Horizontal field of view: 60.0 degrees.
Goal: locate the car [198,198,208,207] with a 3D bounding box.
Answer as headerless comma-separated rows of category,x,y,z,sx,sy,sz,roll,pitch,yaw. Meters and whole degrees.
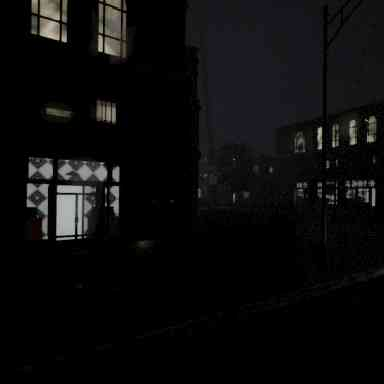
car,-0.060,1.629,49.429,1.895,1.301,4.718,1,0,-27

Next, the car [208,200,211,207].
car,1.338,1.613,52.095,1.887,1.381,4.507,1,-1,-27

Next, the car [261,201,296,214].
car,9.407,1.617,36.615,2.008,1.369,4.403,1,-1,-27
